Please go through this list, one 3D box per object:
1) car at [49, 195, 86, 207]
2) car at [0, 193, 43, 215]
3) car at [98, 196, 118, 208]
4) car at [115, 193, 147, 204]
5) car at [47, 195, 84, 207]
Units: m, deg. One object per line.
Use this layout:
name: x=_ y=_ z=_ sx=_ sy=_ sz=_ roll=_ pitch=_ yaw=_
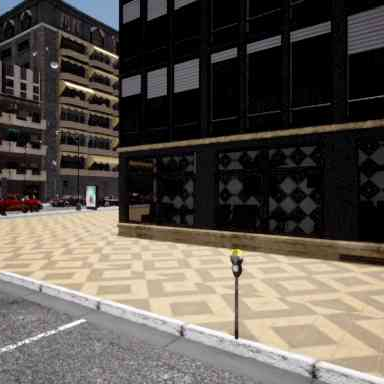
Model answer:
car: x=-14.674 y=1.082 z=40.265 sx=1.994 sy=1.385 sz=4.181 roll=0 pitch=1 yaw=35
car: x=-15.620 y=1.029 z=28.805 sx=2.192 sy=1.841 sz=5.009 roll=1 pitch=2 yaw=35
car: x=-9.247 y=1.072 z=37.891 sx=1.947 sy=1.339 sz=4.313 roll=1 pitch=2 yaw=35
car: x=-8.869 y=0.853 z=48.509 sx=1.812 sy=1.442 sz=4.674 roll=0 pitch=1 yaw=35
car: x=-16.141 y=1.074 z=42.654 sx=1.802 sy=1.307 sz=4.206 roll=1 pitch=2 yaw=35
